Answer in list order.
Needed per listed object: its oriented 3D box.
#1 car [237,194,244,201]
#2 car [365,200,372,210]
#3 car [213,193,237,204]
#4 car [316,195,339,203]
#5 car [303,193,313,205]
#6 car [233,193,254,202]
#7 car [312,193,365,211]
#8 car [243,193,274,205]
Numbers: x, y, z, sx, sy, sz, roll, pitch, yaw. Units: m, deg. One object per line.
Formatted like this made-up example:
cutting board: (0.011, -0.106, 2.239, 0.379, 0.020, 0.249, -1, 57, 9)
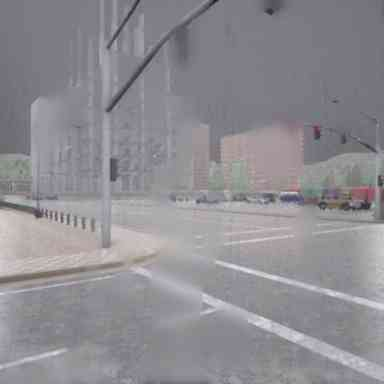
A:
car: (9.301, 1.342, 72.319, 1.784, 1.438, 3.905, 0, 0, -35)
car: (18.843, 1.139, 39.170, 1.905, 1.878, 3.866, 0, 0, -35)
car: (6.938, 1.375, 70.647, 1.970, 1.475, 3.806, 0, 0, -35)
car: (27.097, 1.337, 66.448, 1.784, 1.438, 3.905, 0, 0, -35)
car: (24.696, 1.128, 64.827, 1.932, 1.855, 4.605, 0, 0, -35)
car: (11.462, 1.131, 73.911, 1.932, 1.855, 4.605, 0, 0, -35)
car: (16.450, 1.138, 37.542, 1.932, 1.855, 4.605, 0, 0, -35)
car: (10.957, 1.378, 54.989, 1.970, 1.475, 3.806, 0, 0, -35)
